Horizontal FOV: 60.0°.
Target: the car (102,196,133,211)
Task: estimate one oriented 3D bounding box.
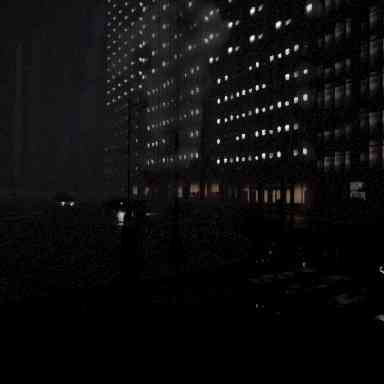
[{"bbox_3d":[-6.896,1.089,31.766,1.895,1.301,4.718,1,1,-35],"label":"car"}]

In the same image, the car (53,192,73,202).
[{"bbox_3d":[-19.324,0.685,49.792,2.033,1.411,5.357,1,1,-35],"label":"car"}]

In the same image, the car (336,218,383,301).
[{"bbox_3d":[4.971,1.481,8.306,1.882,1.535,5.008,2,0,13],"label":"car"}]
